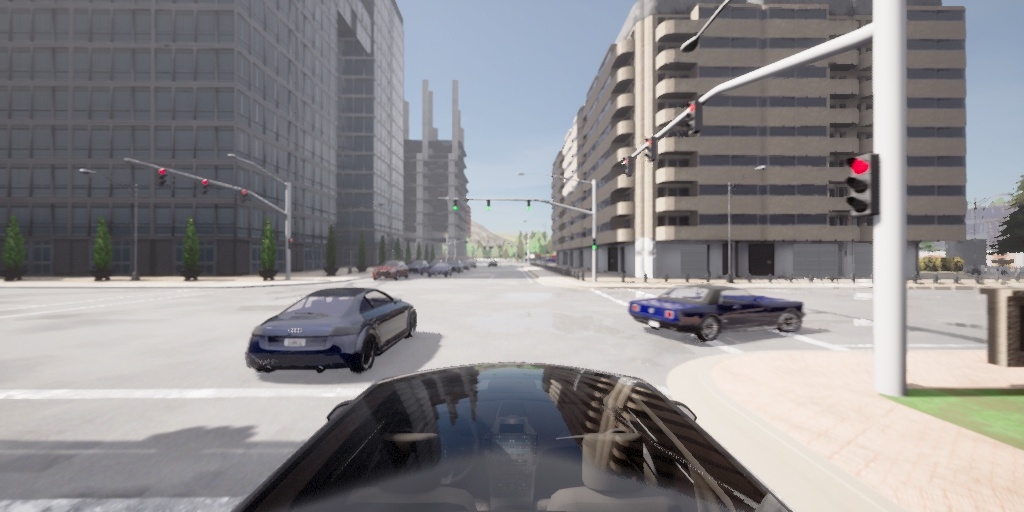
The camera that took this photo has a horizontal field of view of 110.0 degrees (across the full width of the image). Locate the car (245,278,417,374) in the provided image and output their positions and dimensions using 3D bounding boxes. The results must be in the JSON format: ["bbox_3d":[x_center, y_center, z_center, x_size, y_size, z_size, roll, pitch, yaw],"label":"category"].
[{"bbox_3d":[-3.460,1.362,7.720,1.994,1.385,4.181,0,0,0],"label":"car"}]

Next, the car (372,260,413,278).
[{"bbox_3d":[-10.786,1.200,32.176,2.097,1.767,4.553,0,0,0],"label":"car"}]

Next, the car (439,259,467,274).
[{"bbox_3d":[-7.328,1.250,44.974,2.097,1.767,4.553,0,0,0],"label":"car"}]

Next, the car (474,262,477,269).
[{"bbox_3d":[-7.347,1.531,64.079,1.994,1.385,4.181,0,0,0],"label":"car"}]

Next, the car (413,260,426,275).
[{"bbox_3d":[-10.810,1.232,41.028,2.097,1.767,4.553,0,0,0],"label":"car"}]

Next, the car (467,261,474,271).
[{"bbox_3d":[-7.332,1.436,54.137,1.837,1.490,4.892,0,0,0],"label":"car"}]

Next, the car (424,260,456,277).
[{"bbox_3d":[-7.289,1.395,36.848,1.812,1.442,4.674,0,0,0],"label":"car"}]

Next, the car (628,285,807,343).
[{"bbox_3d":[5.706,1.442,9.897,4.718,1.301,1.895,0,0,-20],"label":"car"}]
